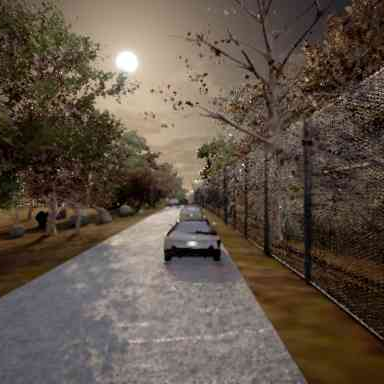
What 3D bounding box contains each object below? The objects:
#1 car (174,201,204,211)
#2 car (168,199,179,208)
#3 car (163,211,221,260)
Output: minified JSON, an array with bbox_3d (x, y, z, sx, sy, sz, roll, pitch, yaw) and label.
[{"bbox_3d":[-0.039,1.687,25.365,2.033,1.411,5.357,0,0,0],"label":"car"},{"bbox_3d":[-3.074,1.984,58.282,1.837,1.490,4.892,0,-1,0],"label":"car"},{"bbox_3d":[0.027,1.635,12.682,1.994,1.385,4.181,0,0,1],"label":"car"}]
